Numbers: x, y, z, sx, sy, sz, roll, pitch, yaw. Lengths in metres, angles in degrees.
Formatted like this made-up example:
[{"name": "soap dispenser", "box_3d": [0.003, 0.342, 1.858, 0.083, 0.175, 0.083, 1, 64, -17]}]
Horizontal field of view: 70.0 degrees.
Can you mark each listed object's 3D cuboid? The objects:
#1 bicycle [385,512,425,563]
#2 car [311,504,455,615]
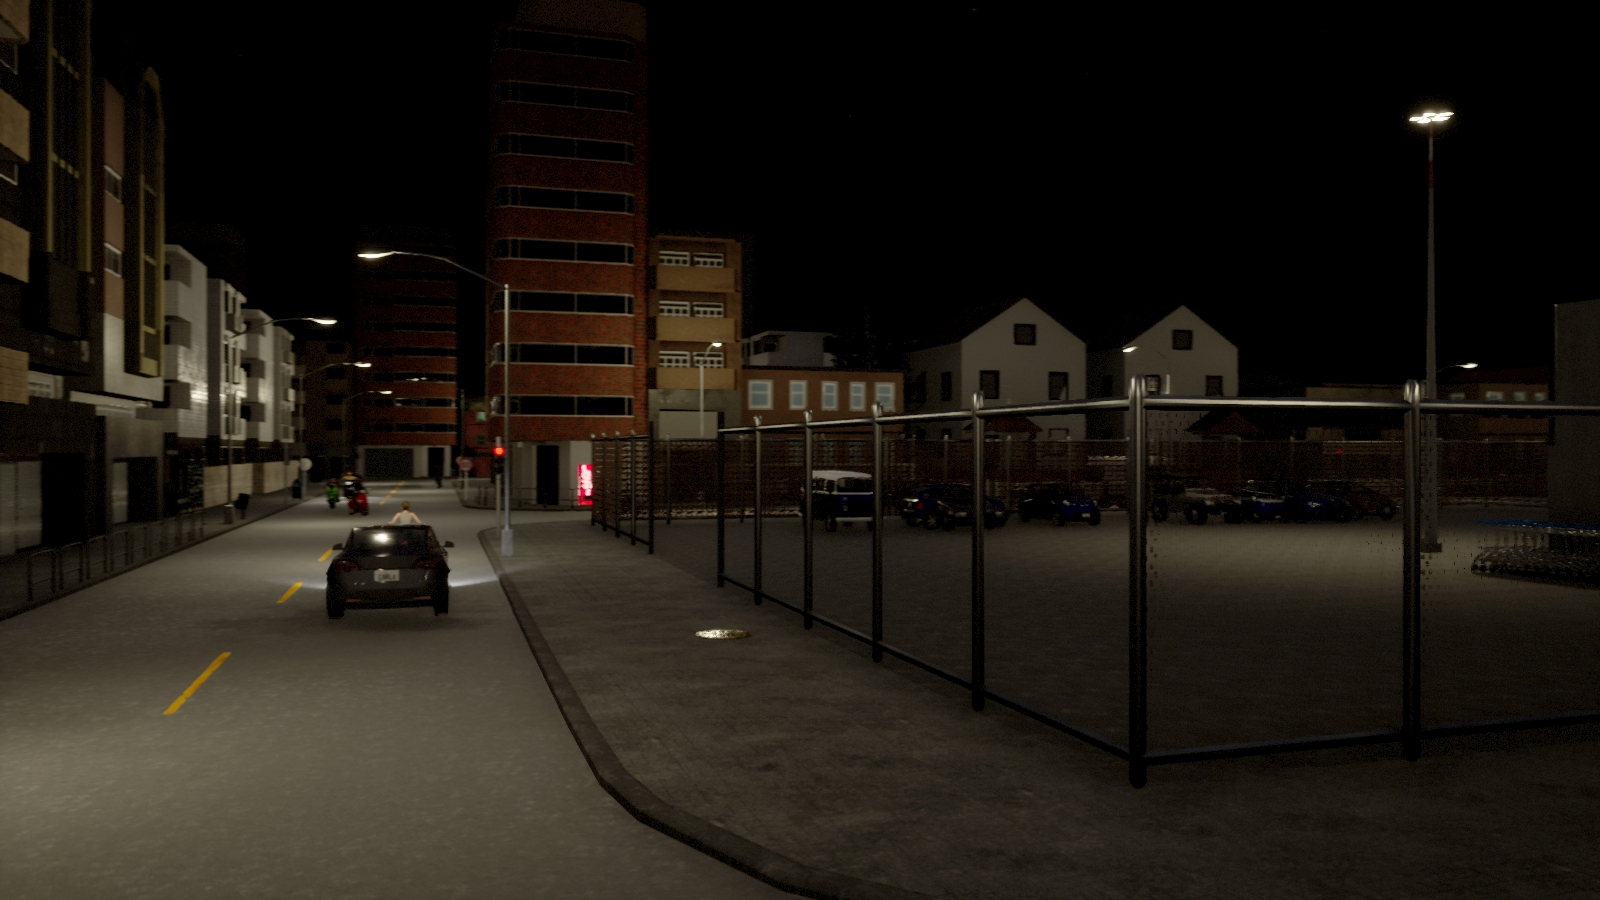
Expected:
[{"name": "bicycle", "box_3d": [-9.337, 2.045, 27.055, 0.859, 1.080, 1.487, 0, 0, -18]}, {"name": "car", "box_3d": [-7.371, 1.850, 20.592, 2.163, 1.488, 4.792, 0, 0, -17]}]
